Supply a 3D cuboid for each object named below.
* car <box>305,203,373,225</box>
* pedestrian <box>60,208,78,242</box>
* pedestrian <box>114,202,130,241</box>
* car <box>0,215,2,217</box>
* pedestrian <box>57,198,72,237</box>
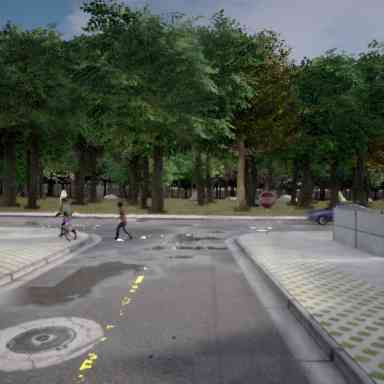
[{"bbox_3d":[10.486,1.548,23.557,4.674,1.442,1.812,0,1,0],"label":"car"},{"bbox_3d":[-5.056,1.415,13.672,0.375,1.300,0.375,-1,1,0],"label":"pedestrian"},{"bbox_3d":[-3.191,1.286,15.049,0.375,1.860,0.375,-1,1,0],"label":"pedestrian"},{"bbox_3d":[-14.646,1.378,20.764,4.718,1.301,1.895,1,1,0],"label":"car"},{"bbox_3d":[-5.466,1.135,14.427,0.375,1.860,0.375,-1,1,0],"label":"pedestrian"}]
